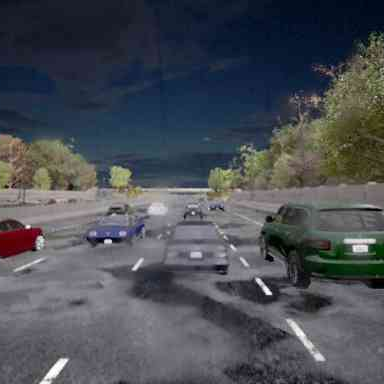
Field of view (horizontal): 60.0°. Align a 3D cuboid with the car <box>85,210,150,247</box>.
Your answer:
[{"bbox_3d":[-3.391,1.745,15.718,1.895,1.301,4.718,0,-1,0],"label":"car"}]

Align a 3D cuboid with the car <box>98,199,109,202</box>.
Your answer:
[{"bbox_3d":[-17.479,2.140,66.255,2.128,1.511,4.902,0,-1,0],"label":"car"}]

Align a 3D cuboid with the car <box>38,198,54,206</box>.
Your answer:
[{"bbox_3d":[-27.978,1.941,64.393,2.097,1.767,4.553,0,-1,0],"label":"car"}]

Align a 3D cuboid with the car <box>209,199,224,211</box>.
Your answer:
[{"bbox_3d":[3.517,2.045,48.239,1.895,1.301,4.718,0,-1,0],"label":"car"}]

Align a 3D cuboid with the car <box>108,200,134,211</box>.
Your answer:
[{"bbox_3d":[-6.888,1.803,32.353,1.837,1.490,4.892,0,-1,0],"label":"car"}]

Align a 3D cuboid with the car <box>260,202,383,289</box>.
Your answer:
[{"bbox_3d":[3.504,1.297,9.598,2.150,2.045,5.566,0,-1,0],"label":"car"}]

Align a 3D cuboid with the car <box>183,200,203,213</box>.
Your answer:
[{"bbox_3d":[0.110,1.835,33.502,1.812,1.442,4.674,0,-1,0],"label":"car"}]

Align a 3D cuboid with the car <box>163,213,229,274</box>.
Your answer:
[{"bbox_3d":[0.106,1.647,10.831,2.033,1.411,5.357,0,-1,0],"label":"car"}]

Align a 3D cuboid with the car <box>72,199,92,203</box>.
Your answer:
[{"bbox_3d":[-20.978,2.109,64.817,2.128,1.511,4.902,0,0,0],"label":"car"}]

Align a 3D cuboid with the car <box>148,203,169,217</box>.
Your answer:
[{"bbox_3d":[-3.390,1.834,33.418,1.812,1.442,4.674,0,-1,0],"label":"car"}]

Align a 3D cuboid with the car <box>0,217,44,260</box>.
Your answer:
[{"bbox_3d":[-6.894,1.583,11.446,1.882,1.535,5.008,0,-1,0],"label":"car"}]

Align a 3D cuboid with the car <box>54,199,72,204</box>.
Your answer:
[{"bbox_3d":[-24.478,2.111,64.777,1.812,1.442,4.674,0,-1,0],"label":"car"}]
